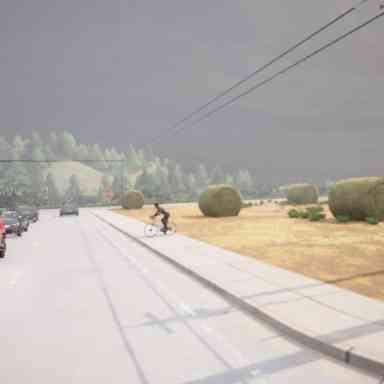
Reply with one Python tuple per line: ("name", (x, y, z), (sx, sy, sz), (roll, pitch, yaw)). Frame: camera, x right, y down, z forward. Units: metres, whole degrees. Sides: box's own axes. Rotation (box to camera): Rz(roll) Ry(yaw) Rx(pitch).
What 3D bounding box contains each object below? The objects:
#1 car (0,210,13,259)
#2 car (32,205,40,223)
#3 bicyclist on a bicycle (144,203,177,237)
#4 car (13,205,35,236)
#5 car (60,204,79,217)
("car", (-7.498, 1.477, 10.686), (2.150, 2.045, 5.566), (-2, 0, -21))
("car", (-14.912, 1.987, 30.053), (1.837, 1.490, 4.892), (-2, 0, -21))
("bicyclist on a bicycle", (-1.536, 1.344, 16.028), (1.656, 1.620, 0.582), (-2, 0, -21))
("car", (-11.188, 1.860, 20.317), (2.128, 1.511, 4.902), (-2, 0, -21))
("car", (-13.958, 2.003, 37.821), (1.994, 1.385, 4.181), (-2, 0, -21))
